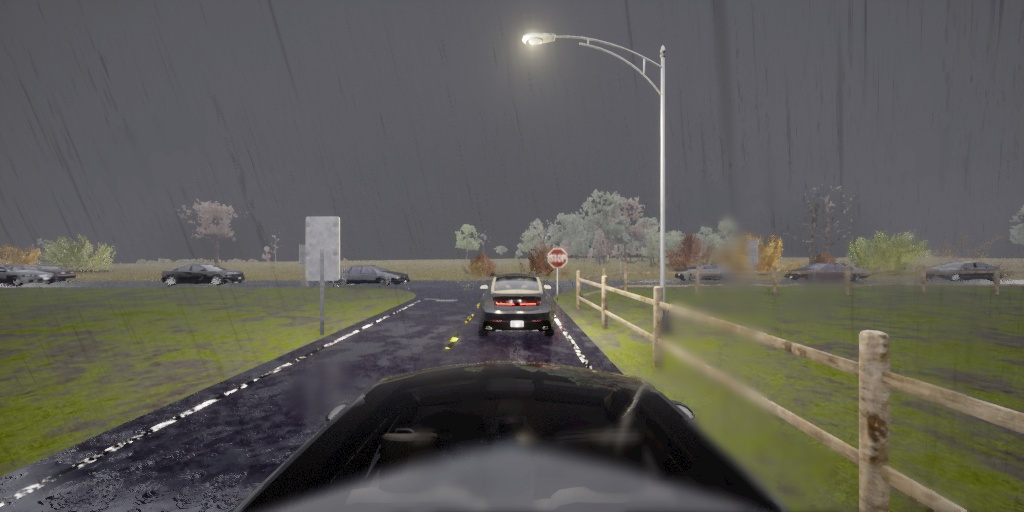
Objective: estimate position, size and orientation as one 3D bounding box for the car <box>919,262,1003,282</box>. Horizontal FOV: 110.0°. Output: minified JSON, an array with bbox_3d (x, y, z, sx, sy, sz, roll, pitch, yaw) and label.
[{"bbox_3d":[34.466,1.181,27.578,4.892,1.490,1.837,0,0,1],"label":"car"}]

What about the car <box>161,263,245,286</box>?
[{"bbox_3d":[-21.581,1.283,25.160,5.008,1.535,1.882,0,0,1],"label":"car"}]

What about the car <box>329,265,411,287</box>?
[{"bbox_3d":[-9.766,1.321,24.539,5.357,1.411,2.033,0,0,10],"label":"car"}]

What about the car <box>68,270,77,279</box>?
[{"bbox_3d":[-37.855,1.400,28.267,5.357,1.411,2.033,0,0,1],"label":"car"}]

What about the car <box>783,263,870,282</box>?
[{"bbox_3d":[24.232,1.236,27.681,5.357,1.411,2.033,0,0,1],"label":"car"}]

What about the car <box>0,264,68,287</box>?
[{"bbox_3d":[-35.243,1.337,25.293,4.902,1.511,2.128,0,0,1],"label":"car"}]

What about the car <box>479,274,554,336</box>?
[{"bbox_3d":[0.113,1.255,10.359,1.837,1.490,4.892,0,0,0],"label":"car"}]

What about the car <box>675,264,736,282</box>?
[{"bbox_3d":[14.936,1.272,27.771,4.181,1.385,1.994,0,0,0],"label":"car"}]
